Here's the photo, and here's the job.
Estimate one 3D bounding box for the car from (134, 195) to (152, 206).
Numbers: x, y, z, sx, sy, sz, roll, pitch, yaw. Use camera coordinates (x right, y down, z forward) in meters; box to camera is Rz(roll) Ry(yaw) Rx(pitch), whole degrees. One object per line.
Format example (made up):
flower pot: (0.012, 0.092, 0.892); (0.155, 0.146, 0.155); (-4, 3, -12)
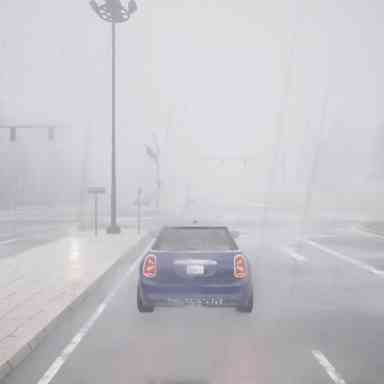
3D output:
car: (-8.246, 1.547, 54.380); (2.033, 1.411, 5.357); (0, 0, -1)

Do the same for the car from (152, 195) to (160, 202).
car: (-8.389, 1.352, 69.162); (2.097, 1.767, 4.553); (0, 0, -1)

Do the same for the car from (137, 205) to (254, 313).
car: (0.071, 1.352, 7.839); (2.097, 1.767, 4.553); (0, 0, 0)

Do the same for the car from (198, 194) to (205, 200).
car: (2.694, 1.442, 95.544); (1.882, 1.535, 5.008); (0, 0, -1)

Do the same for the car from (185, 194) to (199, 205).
car: (-0.157, 1.525, 54.658); (1.812, 1.442, 4.674); (0, 0, -1)

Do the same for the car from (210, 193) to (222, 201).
car: (6.362, 1.214, 84.949); (2.150, 2.045, 5.566); (0, 0, -1)

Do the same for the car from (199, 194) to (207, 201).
car: (2.858, 1.513, 85.220); (1.812, 1.442, 4.674); (0, 0, -1)

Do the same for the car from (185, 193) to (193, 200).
car: (-0.806, 1.189, 95.518); (2.150, 2.045, 5.566); (0, 0, -1)
